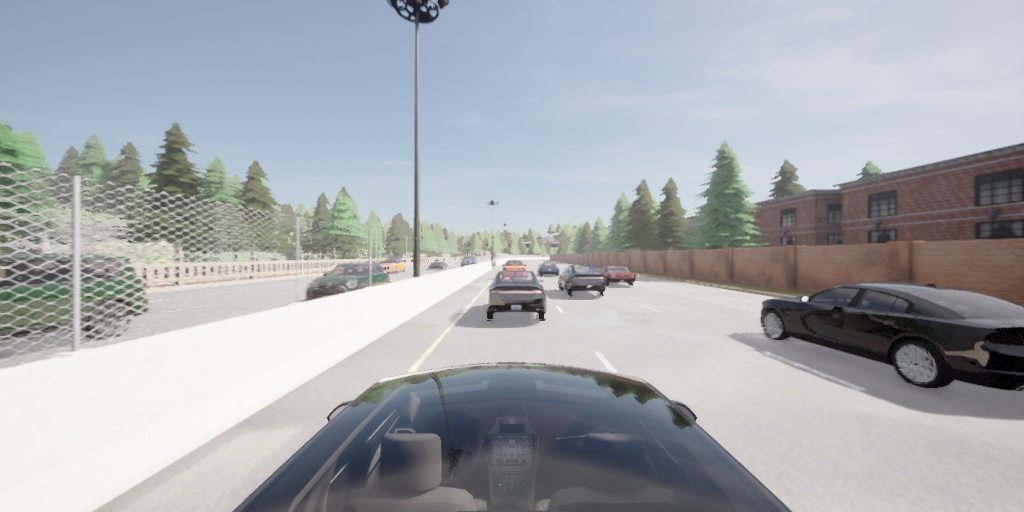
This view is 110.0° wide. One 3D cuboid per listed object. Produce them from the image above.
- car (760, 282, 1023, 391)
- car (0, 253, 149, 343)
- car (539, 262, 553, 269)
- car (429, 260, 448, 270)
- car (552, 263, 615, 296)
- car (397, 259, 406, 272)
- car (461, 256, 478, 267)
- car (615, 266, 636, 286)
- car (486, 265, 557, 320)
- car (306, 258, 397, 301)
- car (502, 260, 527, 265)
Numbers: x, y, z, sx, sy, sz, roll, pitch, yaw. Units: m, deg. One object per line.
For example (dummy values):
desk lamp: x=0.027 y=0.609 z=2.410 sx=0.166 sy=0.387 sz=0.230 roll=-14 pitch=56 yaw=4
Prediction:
car: x=7.111 y=1.235 z=6.909 sx=1.882 sy=1.535 sz=5.008 roll=0 pitch=0 yaw=0
car: x=-10.578 y=0.959 z=7.020 sx=2.150 sy=2.045 sz=5.566 roll=0 pitch=0 yaw=0
car: x=3.720 y=1.313 z=37.292 sx=1.994 sy=1.385 sz=4.181 roll=0 pitch=0 yaw=0
car: x=-10.406 y=1.296 z=51.169 sx=1.994 sy=1.385 sz=4.181 roll=0 pitch=0 yaw=1
car: x=3.655 y=1.243 z=19.289 sx=2.128 sy=1.511 sz=4.902 roll=0 pitch=0 yaw=0
car: x=-13.950 y=1.080 z=41.541 sx=2.097 sy=1.767 sz=4.553 roll=0 pitch=0 yaw=0
car: x=-6.877 y=0.954 z=58.406 sx=2.150 sy=2.045 sz=5.566 roll=0 pitch=0 yaw=0
car: x=7.176 y=1.356 z=25.556 sx=1.895 sy=1.301 sz=4.718 roll=0 pitch=0 yaw=0
car: x=0.131 y=1.240 z=12.563 sx=2.128 sy=1.511 sz=4.902 roll=0 pitch=0 yaw=0
car: x=-7.057 y=1.092 z=15.955 sx=2.097 sy=1.767 sz=4.553 roll=0 pitch=0 yaw=0
car: x=0.195 y=1.098 z=30.534 sx=2.097 sy=1.767 sz=4.553 roll=0 pitch=0 yaw=0
